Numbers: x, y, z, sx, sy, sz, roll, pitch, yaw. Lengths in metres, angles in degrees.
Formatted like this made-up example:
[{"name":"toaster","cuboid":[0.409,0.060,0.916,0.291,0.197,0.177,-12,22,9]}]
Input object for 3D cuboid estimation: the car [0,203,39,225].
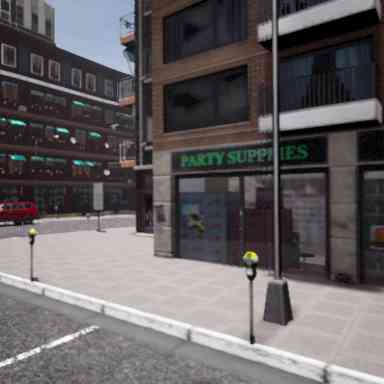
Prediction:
[{"name":"car","cuboid":[-14.966,1.777,26.796,2.192,1.841,5.009,-2,-2,35]}]
